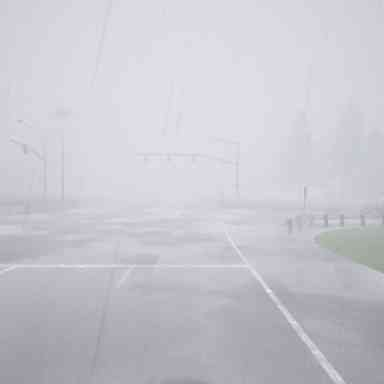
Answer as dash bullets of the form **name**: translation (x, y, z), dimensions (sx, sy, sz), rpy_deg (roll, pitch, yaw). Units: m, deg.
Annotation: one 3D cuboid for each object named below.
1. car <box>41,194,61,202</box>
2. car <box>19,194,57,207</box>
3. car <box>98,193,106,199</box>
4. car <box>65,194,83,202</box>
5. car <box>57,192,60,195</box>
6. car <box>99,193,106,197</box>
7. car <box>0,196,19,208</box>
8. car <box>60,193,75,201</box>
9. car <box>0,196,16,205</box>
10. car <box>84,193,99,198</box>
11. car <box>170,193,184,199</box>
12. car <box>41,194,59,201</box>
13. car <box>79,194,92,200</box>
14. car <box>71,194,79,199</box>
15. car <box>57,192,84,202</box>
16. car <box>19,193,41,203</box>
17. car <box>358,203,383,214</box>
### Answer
- **car**: translation (-28.120, 1.230, 66.409), dimensions (1.837, 1.490, 4.892), rpy_deg (0, 0, 0)
- **car**: translation (-21.177, 1.368, 45.912), dimensions (2.033, 1.411, 5.357), rpy_deg (0, 0, 0)
- **car**: translation (-24.722, 1.119, 91.404), dimensions (1.837, 1.490, 4.892), rpy_deg (0, 0, -18)
- **car**: translation (-24.652, 1.194, 69.705), dimensions (1.882, 1.535, 5.008), rpy_deg (0, 0, 0)
- **car**: translation (-24.663, 1.239, 59.274), dimensions (1.882, 1.535, 5.008), rpy_deg (0, 0, 0)
- **car**: translation (-21.696, 1.203, 78.141), dimensions (1.812, 1.442, 4.674), rpy_deg (0, 0, -7)
- **car**: translation (-24.676, 1.317, 44.840), dimensions (2.128, 1.511, 4.902), rpy_deg (0, 0, 0)
- **car**: translation (-28.532, 1.041, 76.472), dimensions (2.097, 1.767, 4.553), rpy_deg (0, 0, -7)
- **car**: translation (-31.657, 1.378, 55.654), dimensions (1.895, 1.301, 4.718), rpy_deg (0, 0, 0)
- **car**: translation (-21.127, 1.079, 67.963), dimensions (2.097, 1.767, 4.553), rpy_deg (0, 0, 0)
- **car**: translation (-3.938, 0.959, 95.174), dimensions (2.097, 1.767, 4.553), rpy_deg (0, 0, -18)
- **car**: translation (-31.927, 1.217, 75.027), dimensions (2.128, 1.511, 4.902), rpy_deg (0, 0, -3)
- **car**: translation (-25.519, 1.210, 80.016), dimensions (2.033, 1.411, 5.357), rpy_deg (0, 0, -7)
- **car**: translation (-31.661, 1.177, 90.021), dimensions (1.994, 1.385, 4.181), rpy_deg (0, 0, -18)
- **car**: translation (-21.174, 1.244, 58.235), dimensions (1.882, 1.535, 5.008), rpy_deg (0, 0, 0)
- **car**: translation (-31.619, 1.092, 64.935), dimensions (2.097, 1.767, 4.553), rpy_deg (0, 0, 0)
- **car**: translation (17.359, 1.386, 29.326), dimensions (4.902, 1.511, 2.128), rpy_deg (0, 0, 8)
